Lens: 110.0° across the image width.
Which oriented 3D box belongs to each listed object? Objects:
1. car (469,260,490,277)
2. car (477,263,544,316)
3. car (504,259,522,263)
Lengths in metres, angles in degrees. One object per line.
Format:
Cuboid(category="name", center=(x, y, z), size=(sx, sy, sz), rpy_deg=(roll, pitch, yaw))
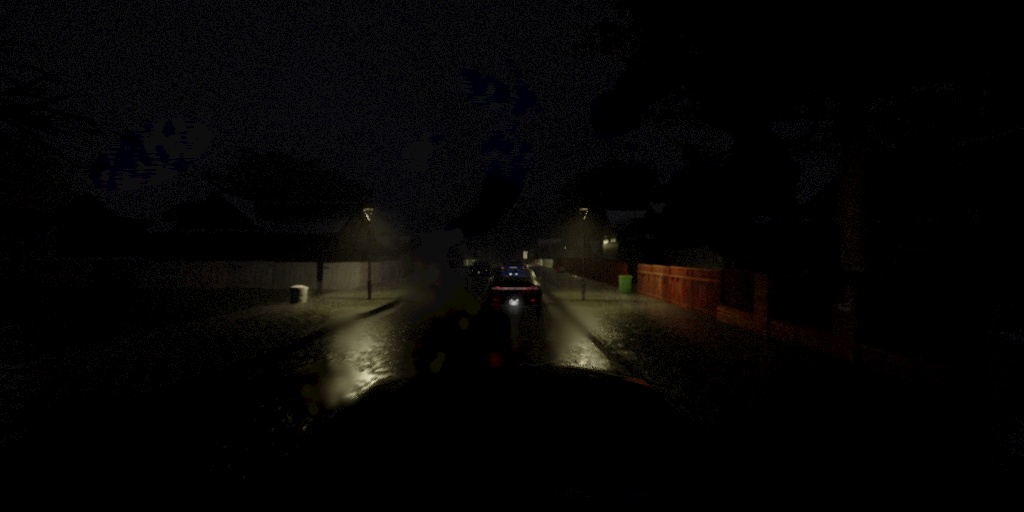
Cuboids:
Cuboid(category="car", center=(-2.842, 1.162, 33.401), size=(1.837, 1.490, 4.892), rpy_deg=(0, 0, 0))
Cuboid(category="car", center=(0.091, 1.190, 13.161), size=(2.128, 1.511, 4.902), rpy_deg=(0, 0, 0))
Cuboid(category="car", center=(0.092, 1.012, 28.719), size=(2.097, 1.767, 4.553), rpy_deg=(0, 0, 0))
